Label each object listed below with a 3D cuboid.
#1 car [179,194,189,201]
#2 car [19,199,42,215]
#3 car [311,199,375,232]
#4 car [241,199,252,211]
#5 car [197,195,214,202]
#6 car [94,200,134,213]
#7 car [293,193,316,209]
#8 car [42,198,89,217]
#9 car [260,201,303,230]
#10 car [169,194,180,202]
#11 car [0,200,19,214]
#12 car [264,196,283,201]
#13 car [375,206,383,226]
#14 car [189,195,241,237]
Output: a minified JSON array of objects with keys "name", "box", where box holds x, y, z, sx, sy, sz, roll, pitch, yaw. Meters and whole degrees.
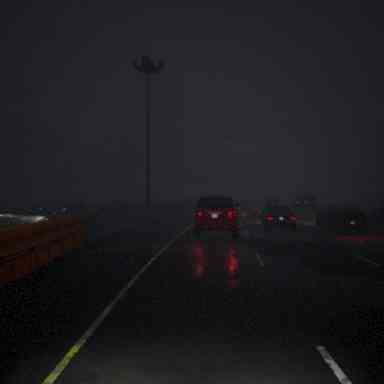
[{"name":"car","box":[-0.262,1.423,71.387,1.895,1.301,4.718,0,0,26]},{"name":"car","box":[-14.033,1.411,32.310,1.837,1.490,4.892,0,0,13]},{"name":"car","box":[8.762,1.447,19.834,1.882,1.535,5.008,0,0,9]},{"name":"car","box":[5.955,1.523,39.392,1.895,1.301,4.718,0,0,16]},{"name":"car","box":[2.809,1.364,69.709,1.812,1.442,4.674,0,0,26]},{"name":"car","box":[-7.127,1.467,31.347,2.033,1.411,5.357,0,0,12]},{"name":"car","box":[12.649,1.161,37.321,2.150,2.045,5.566,0,0,16]},{"name":"car","box":[-10.967,1.442,29.845,1.812,1.442,4.674,0,0,11]},{"name":"car","box":[5.334,1.510,20.848,2.033,1.411,5.357,0,0,9]},{"name":"car","box":[-3.300,1.186,73.150,2.097,1.767,4.553,0,0,26]},{"name":"car","box":[-17.293,1.462,33.712,1.994,1.385,4.181,0,0,13]},{"name":"car","box":[9.572,1.280,39.153,2.097,1.767,4.553,0,0,16]},{"name":"car","box":[12.351,1.522,20.436,2.033,1.411,5.357,0,0,9]},{"name":"car","box":[1.390,1.184,17.938,2.150,2.045,5.566,0,0,7]}]
